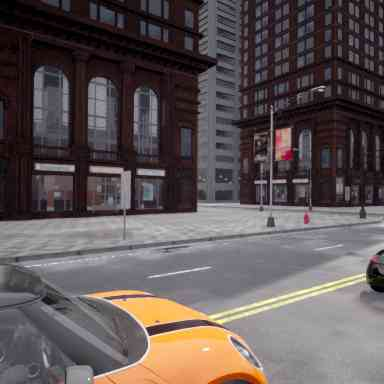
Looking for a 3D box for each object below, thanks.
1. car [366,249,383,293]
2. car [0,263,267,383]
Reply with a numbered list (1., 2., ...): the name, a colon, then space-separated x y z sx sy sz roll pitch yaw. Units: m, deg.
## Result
1. car: 5.890 1.576 7.665 4.181 1.385 1.994 0 0 -35
2. car: -1.536 1.352 2.343 4.553 1.767 2.097 0 0 -36
